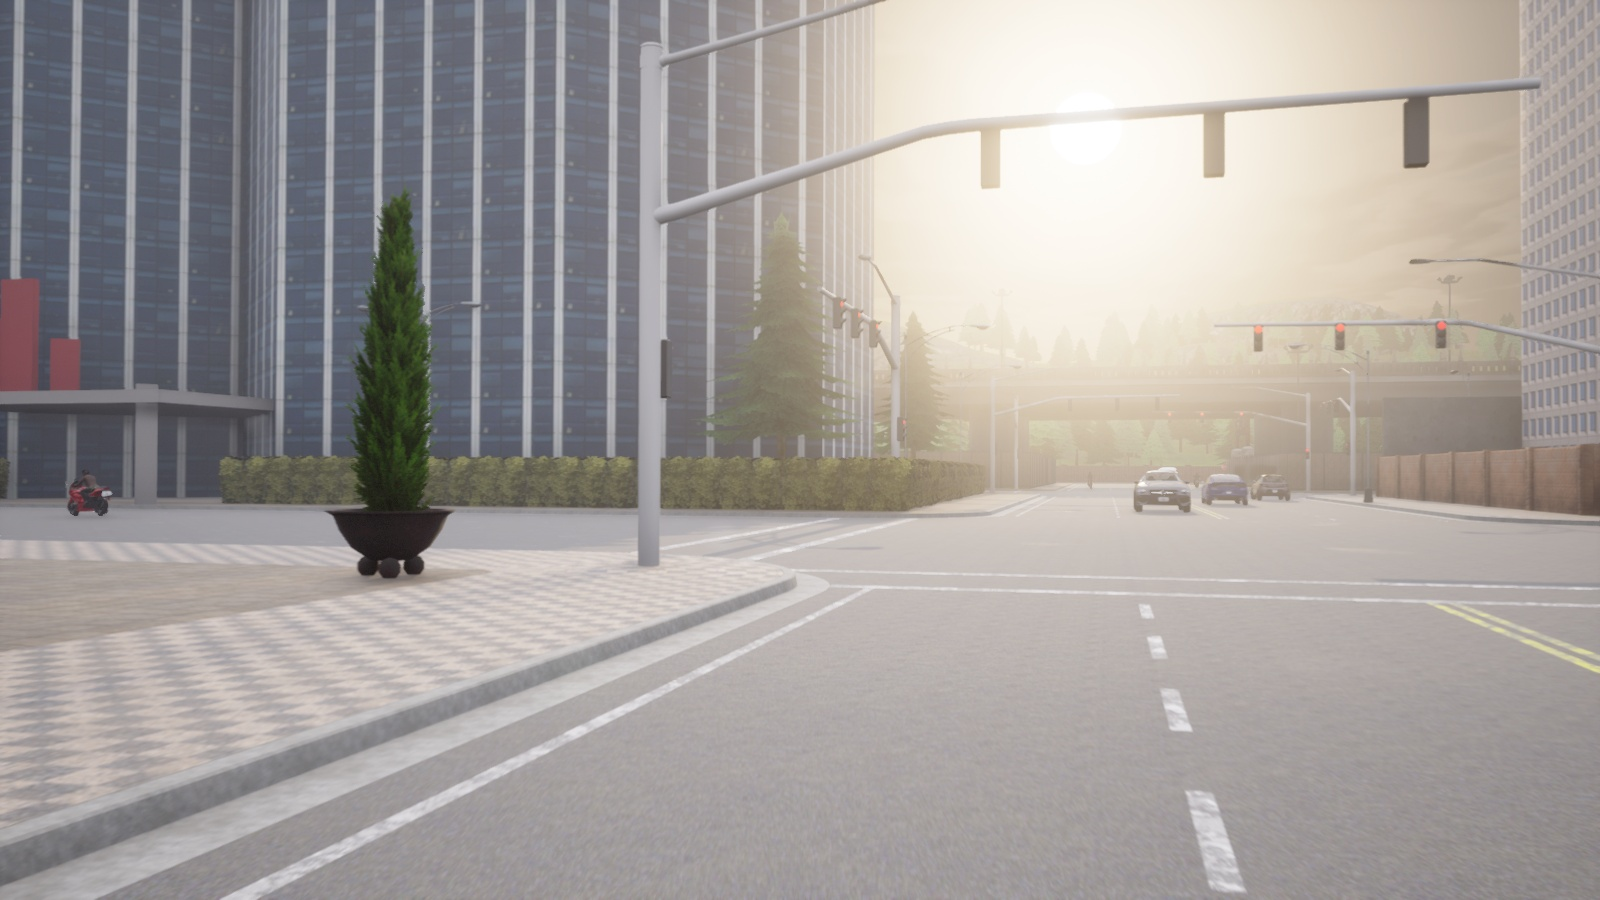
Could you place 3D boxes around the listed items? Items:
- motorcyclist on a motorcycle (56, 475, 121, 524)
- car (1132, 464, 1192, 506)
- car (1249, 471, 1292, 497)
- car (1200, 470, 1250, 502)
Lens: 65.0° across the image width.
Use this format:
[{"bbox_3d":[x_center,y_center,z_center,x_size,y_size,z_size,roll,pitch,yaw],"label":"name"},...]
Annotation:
[{"bbox_3d":[-22.732,1.560,40.135,2.044,1.523,0.797,-1,-1,27],"label":"motorcyclist on a motorcycle"},{"bbox_3d":[14.785,1.397,51.477,2.152,1.651,5.027,0,-1,14],"label":"car"},{"bbox_3d":[27.065,1.932,72.301,1.816,1.474,4.193,0,-1,14],"label":"car"},{"bbox_3d":[21.028,1.753,62.357,1.882,1.535,5.008,0,-1,13],"label":"car"}]
